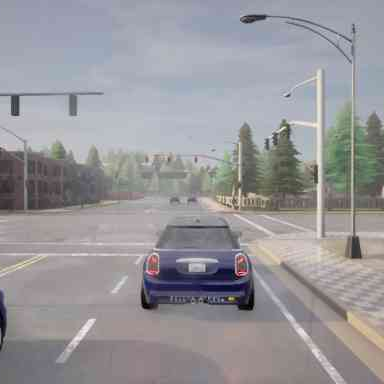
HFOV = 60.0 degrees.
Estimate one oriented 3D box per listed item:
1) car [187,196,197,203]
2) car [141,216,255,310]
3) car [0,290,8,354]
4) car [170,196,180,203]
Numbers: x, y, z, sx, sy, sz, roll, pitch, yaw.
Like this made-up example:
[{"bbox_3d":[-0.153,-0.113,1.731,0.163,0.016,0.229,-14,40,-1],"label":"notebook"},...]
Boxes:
[{"bbox_3d":[0.037,1.505,68.264,1.837,1.490,4.892,0,0,0],"label":"car"},{"bbox_3d":[0.158,1.352,7.976,2.097,1.767,4.553,0,0,2],"label":"car"},{"bbox_3d":[-3.441,1.478,2.522,1.882,1.535,5.008,0,0,0],"label":"car"},{"bbox_3d":[-3.463,1.505,68.266,1.837,1.490,4.892,0,0,0],"label":"car"}]
